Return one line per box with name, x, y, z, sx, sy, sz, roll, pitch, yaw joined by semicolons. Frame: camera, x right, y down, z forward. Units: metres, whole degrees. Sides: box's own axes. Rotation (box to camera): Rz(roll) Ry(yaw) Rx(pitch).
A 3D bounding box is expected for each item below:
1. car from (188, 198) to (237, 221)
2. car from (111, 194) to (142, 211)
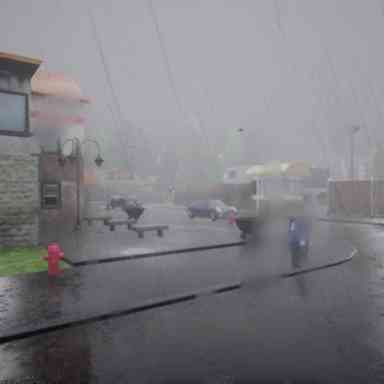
car;1.606;1.338;27.199;2.097;1.767;4.553;0;0;-35
car;-8.196;1.211;41.137;2.150;2.045;5.566;0;0;-35
